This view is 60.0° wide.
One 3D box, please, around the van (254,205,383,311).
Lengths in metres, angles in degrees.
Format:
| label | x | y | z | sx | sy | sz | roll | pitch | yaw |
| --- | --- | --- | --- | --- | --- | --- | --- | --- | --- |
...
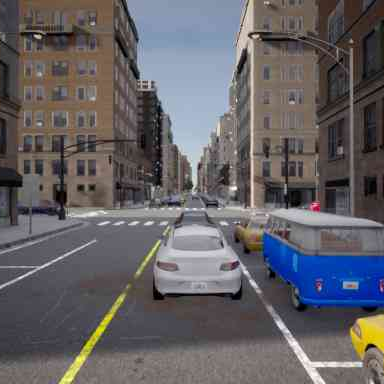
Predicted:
| label | x | y | z | sx | sy | sz | roll | pitch | yaw |
| --- | --- | --- | --- | --- | --- | --- | --- | --- | --- |
| van | 2.685 | 1.342 | 7.469 | 1.690 | 1.788 | 3.998 | 1 | 0 | 0 |

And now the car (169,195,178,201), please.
| label | x | y | z | sx | sy | sz | roll | pitch | yaw |
| --- | --- | --- | --- | --- | --- | --- | --- | --- | --- |
| car | -4.946 | 1.565 | 89.621 | 1.947 | 1.339 | 4.313 | 1 | 0 | 1 |

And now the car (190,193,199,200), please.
| label | x | y | z | sx | sy | sz | roll | pitch | yaw |
| --- | --- | --- | --- | --- | --- | --- | --- | --- | --- |
| car | 0.935 | 1.523 | 91.853 | 1.812 | 1.442 | 4.674 | 0 | 0 | 1 |

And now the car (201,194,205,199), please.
| label | x | y | z | sx | sy | sz | roll | pitch | yaw |
| --- | --- | --- | --- | --- | --- | --- | --- | --- | --- |
| car | 3.196 | 1.555 | 61.866 | 2.008 | 1.369 | 4.403 | 1 | 0 | 1 |

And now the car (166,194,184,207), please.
| label | x | y | z | sx | sy | sz | roll | pitch | yaw |
| --- | --- | --- | --- | --- | --- | --- | --- | --- | --- |
| car | -2.702 | 1.483 | 52.247 | 1.882 | 1.535 | 5.008 | 0 | 0 | 1 |

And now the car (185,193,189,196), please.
| label | x | y | z | sx | sy | sz | roll | pitch | yaw |
| --- | --- | --- | --- | --- | --- | --- | --- | --- | --- |
| car | -2.338 | 1.359 | 72.034 | 2.097 | 1.767 | 4.553 | 0 | 0 | 1 |

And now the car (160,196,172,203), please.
| label | x | y | z | sx | sy | sz | roll | pitch | yaw |
| --- | --- | --- | --- | --- | --- | --- | --- | --- | --- |
| car | -5.251 | 1.549 | 67.506 | 1.887 | 1.381 | 4.507 | 1 | 0 | 1 |

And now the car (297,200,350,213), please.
| label | x | y | z | sx | sy | sz | roll | pitch | yaw |
| --- | --- | --- | --- | --- | --- | --- | --- | --- | --- |
| car | 15.241 | 1.712 | 38.814 | 5.357 | 1.411 | 2.033 | 0 | -1 | 0 |

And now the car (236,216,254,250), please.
| label | x | y | z | sx | sy | sz | roll | pitch | yaw |
| --- | --- | --- | --- | --- | --- | --- | --- | --- | --- |
| car | 2.689 | 1.527 | 13.313 | 1.752 | 1.417 | 4.829 | 1 | 0 | 0 |

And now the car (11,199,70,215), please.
| label | x | y | z | sx | sy | sz | roll | pitch | yaw |
| --- | --- | --- | --- | --- | --- | --- | --- | --- | --- |
| car | -14.701 | 1.395 | 32.347 | 4.892 | 1.490 | 1.837 | 0 | -1 | 0 |

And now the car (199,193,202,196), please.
| label | x | y | z | sx | sy | sz | roll | pitch | yaw |
| --- | --- | --- | --- | --- | --- | --- | --- | --- | --- |
| car | 3.579 | 1.549 | 89.517 | 2.008 | 1.369 | 4.403 | 1 | 0 | 1 |

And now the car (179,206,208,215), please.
| label | x | y | z | sx | sy | sz | roll | pitch | yaw |
| --- | --- | --- | --- | --- | --- | --- | --- | --- | --- |
| car | 0.108 | 1.566 | 15.653 | 1.994 | 1.385 | 4.181 | 0 | 0 | 0 |

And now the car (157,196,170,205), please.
| label | x | y | z | sx | sy | sz | roll | pitch | yaw |
| --- | --- | --- | --- | --- | --- | --- | --- | --- | --- |
| car | -5.328 | 1.556 | 61.977 | 2.008 | 1.369 | 4.403 | 1 | 0 | 1 |

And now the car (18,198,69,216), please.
| label | x | y | z | sx | sy | sz | roll | pitch | yaw |
| --- | --- | --- | --- | --- | --- | --- | --- | --- | --- |
| car | -13.102 | 1.391 | 28.849 | 4.674 | 1.442 | 1.812 | 0 | -1 | 4 |

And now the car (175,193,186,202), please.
| label | x | y | z | sx | sy | sz | roll | pitch | yaw |
| --- | --- | --- | --- | --- | --- | --- | --- | --- | --- |
| car | -2.543 | 1.482 | 61.907 | 1.882 | 1.535 | 5.008 | 0 | 0 | 1 |

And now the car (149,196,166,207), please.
| label | x | y | z | sx | sy | sz | roll | pitch | yaw |
| --- | --- | --- | --- | --- | --- | --- | --- | --- | --- |
| car | -5.482 | 1.588 | 50.920 | 1.802 | 1.307 | 4.206 | 1 | 0 | 1 |

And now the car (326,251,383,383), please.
| label | x | y | z | sx | sy | sz | roll | pitch | yaw |
| --- | --- | --- | --- | --- | --- | --- | --- | --- | --- |
| car | 2.678 | 1.526 | 1.966 | 1.752 | 1.417 | 4.829 | 1 | 0 | 0 |

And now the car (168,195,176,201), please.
| label | x | y | z | sx | sy | sz | roll | pitch | yaw |
| --- | --- | --- | --- | --- | --- | --- | --- | --- | --- |
| car | -5.024 | 1.526 | 83.923 | 1.752 | 1.417 | 4.829 | 1 | 0 | 1 |

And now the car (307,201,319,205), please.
| label | x | y | z | sx | sy | sz | roll | pitch | yaw |
| --- | --- | --- | --- | --- | --- | --- | --- | --- | --- |
| car | 15.592 | 1.356 | 35.566 | 5.566 | 2.045 | 2.150 | 0 | -1 | 0 |

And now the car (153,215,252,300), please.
| label | x | y | z | sx | sy | sz | roll | pitch | yaw |
| --- | --- | --- | --- | --- | --- | --- | --- | --- | --- |
| car | 0.084 | 1.527 | 8.310 | 1.812 | 1.442 | 4.674 | 0 | 0 | -1 |

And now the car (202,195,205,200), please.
| label | x | y | z | sx | sy | sz | roll | pitch | yaw |
| --- | --- | --- | --- | --- | --- | --- | --- | --- | --- |
| car | 3.120 | 1.549 | 56.336 | 1.887 | 1.381 | 4.507 | 1 | 0 | 1 |

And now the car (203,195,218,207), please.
| label | x | y | z | sx | sy | sz | roll | pitch | yaw |
| --- | --- | --- | --- | --- | --- | --- | --- | --- | --- |
| car | 3.044 | 1.570 | 50.806 | 1.947 | 1.339 | 4.313 | 1 | 0 | 1 |

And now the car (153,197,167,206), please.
| label | x | y | z | sx | sy | sz | roll | pitch | yaw |
| --- | --- | --- | --- | --- | --- | --- | --- | --- | --- |
| car | -5.405 | 1.571 | 56.449 | 1.947 | 1.339 | 4.313 | 1 | 0 | 1 |
